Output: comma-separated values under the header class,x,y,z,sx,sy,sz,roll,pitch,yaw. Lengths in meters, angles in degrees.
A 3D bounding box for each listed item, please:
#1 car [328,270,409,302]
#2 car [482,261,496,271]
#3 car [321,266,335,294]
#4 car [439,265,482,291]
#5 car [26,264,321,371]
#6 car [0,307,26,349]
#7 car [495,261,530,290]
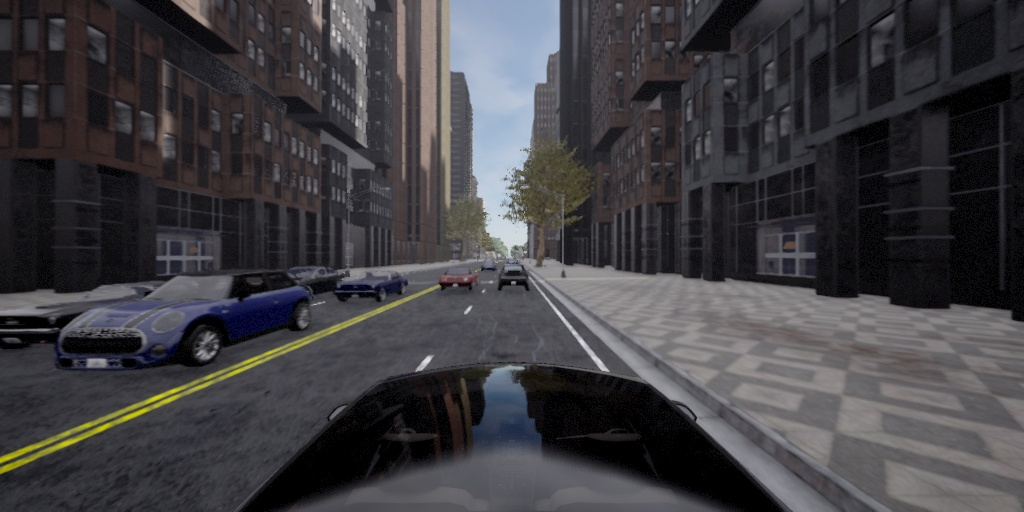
class,x,y,z,sx,sy,sz,roll,pitch,yaw
car,-6.498,1.356,17.081,1.895,1.301,4.718,0,0,0
car,-3.145,1.325,49.442,1.994,1.385,4.181,0,0,0
car,-9.748,1.247,17.112,2.128,1.511,4.902,0,0,0
car,-3.157,1.358,22.189,1.895,1.301,4.718,0,0,0
car,-6.571,1.104,7.927,2.097,1.767,4.553,0,0,0
car,-9.815,1.354,9.248,1.895,1.301,4.718,0,0,0
car,0.094,1.264,22.864,1.837,1.490,4.892,0,1,0
